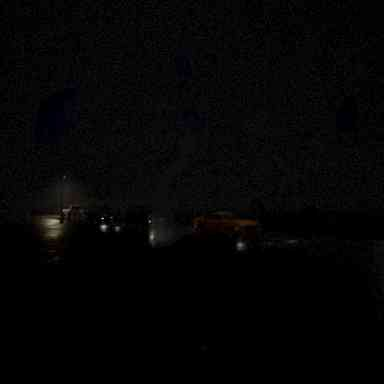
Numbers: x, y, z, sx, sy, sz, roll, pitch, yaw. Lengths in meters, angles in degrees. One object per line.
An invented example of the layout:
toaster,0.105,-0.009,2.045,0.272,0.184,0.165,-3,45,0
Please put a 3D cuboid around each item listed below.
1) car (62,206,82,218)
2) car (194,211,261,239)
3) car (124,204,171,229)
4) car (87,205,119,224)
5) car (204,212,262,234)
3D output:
car,-21.036,3.407,58.335,2.150,2.045,5.566,1,-3,-36
car,2.070,1.990,20.797,1.882,1.535,5.008,1,-3,-35
car,-4.087,2.121,29.474,2.150,2.045,5.566,1,-3,-36
car,-10.296,2.517,38.205,2.150,2.045,5.566,1,-3,-35
car,2.930,2.222,24.636,1.994,1.385,4.181,1,-3,-35
